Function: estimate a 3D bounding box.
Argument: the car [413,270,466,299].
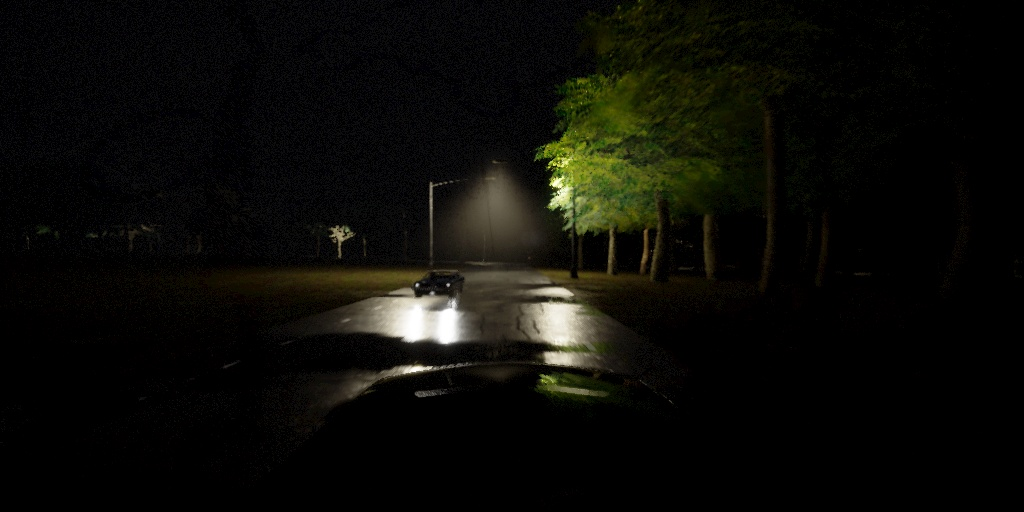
[{"bbox_3d":[-3.596,1.386,18.437,1.895,1.301,4.718,0,0,0],"label":"car"}]
